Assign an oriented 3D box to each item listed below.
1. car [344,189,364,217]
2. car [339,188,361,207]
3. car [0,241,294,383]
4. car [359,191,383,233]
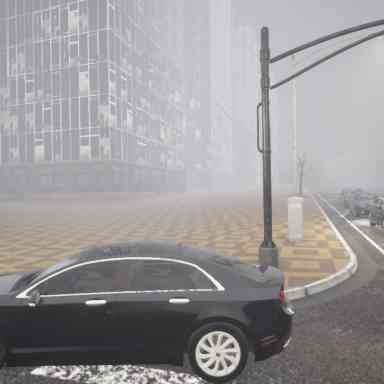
[{"bbox_3d":[11.037,0.759,20.718,1.994,1.385,4.181,-1,2,17],"label":"car"},{"bbox_3d":[13.025,0.453,26.784,2.128,1.511,4.902,-1,2,18],"label":"car"},{"bbox_3d":[-1.085,1.505,4.775,4.892,1.490,1.837,0,0,0],"label":"car"},{"bbox_3d":[8.995,0.928,14.422,2.128,1.511,4.902,-1,2,18],"label":"car"}]
